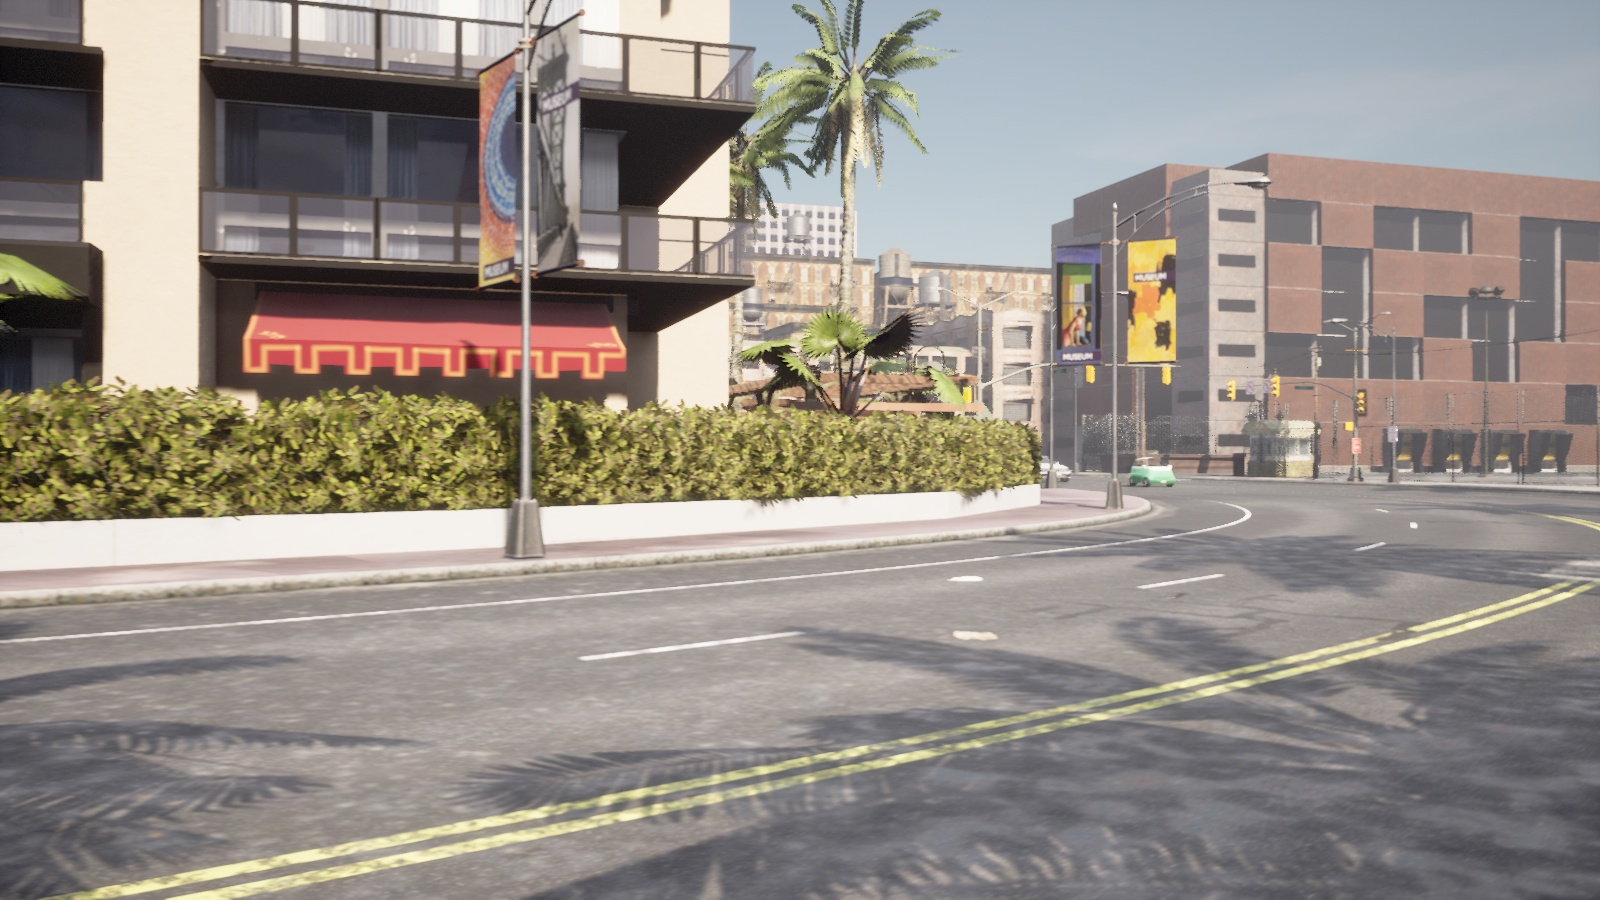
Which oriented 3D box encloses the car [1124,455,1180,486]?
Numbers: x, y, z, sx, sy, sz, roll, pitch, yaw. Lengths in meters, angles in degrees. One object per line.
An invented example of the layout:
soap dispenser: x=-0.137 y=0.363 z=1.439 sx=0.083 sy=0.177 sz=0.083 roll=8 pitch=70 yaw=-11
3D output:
car: x=16.062 y=0.938 z=57.322 sx=1.481 sy=1.376 sz=2.207 roll=0 pitch=-1 yaw=-17

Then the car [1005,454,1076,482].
car: x=12.910 y=0.949 z=67.726 sx=1.812 sy=1.442 sz=4.674 roll=0 pitch=0 yaw=-17
